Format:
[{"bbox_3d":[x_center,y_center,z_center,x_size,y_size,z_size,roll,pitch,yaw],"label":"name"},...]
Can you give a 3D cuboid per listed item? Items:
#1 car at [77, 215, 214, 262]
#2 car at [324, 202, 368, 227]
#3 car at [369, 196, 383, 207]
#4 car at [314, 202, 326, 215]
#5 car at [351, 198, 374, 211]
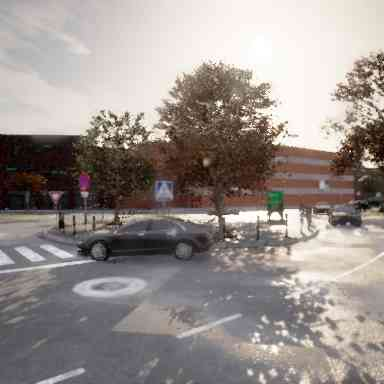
[{"bbox_3d":[-1.664,1.642,12.185,4.892,1.490,1.837,-1,0,0],"label":"car"},{"bbox_3d":[11.038,1.701,24.226,2.033,1.411,5.357,0,-1,19],"label":"car"},{"bbox_3d":[36.085,1.905,65.793,2.435,2.045,5.566,0,-1,-36],"label":"car"},{"bbox_3d":[15.371,1.893,39.134,2.033,1.411,5.357,0,-1,16],"label":"car"},{"bbox_3d":[23.126,1.943,46.343,2.128,1.511,4.902,-1,-1,43],"label":"car"}]
